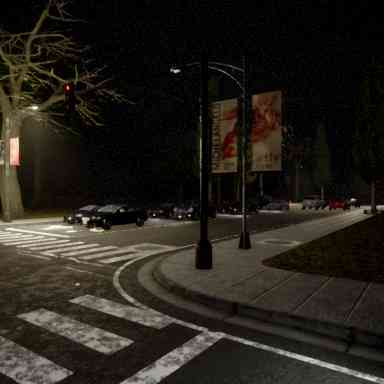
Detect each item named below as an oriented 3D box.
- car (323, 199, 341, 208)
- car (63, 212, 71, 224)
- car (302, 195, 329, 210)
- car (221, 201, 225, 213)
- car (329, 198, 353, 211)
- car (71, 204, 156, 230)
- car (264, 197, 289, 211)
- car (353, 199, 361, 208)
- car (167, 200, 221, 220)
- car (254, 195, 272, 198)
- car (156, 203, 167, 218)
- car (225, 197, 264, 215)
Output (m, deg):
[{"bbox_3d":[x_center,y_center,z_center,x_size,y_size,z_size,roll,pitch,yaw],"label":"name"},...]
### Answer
[{"bbox_3d":[24.079,1.925,57.018,1.812,1.442,4.674,0,-1,35],"label":"car"},{"bbox_3d":[-7.167,1.637,24.286,1.994,1.385,4.181,0,0,36],"label":"car"},{"bbox_3d":[17.473,1.514,47.628,2.150,2.045,5.566,0,0,35],"label":"car"},{"bbox_3d":[3.893,1.776,39.980,1.895,1.301,4.718,0,0,35],"label":"car"},{"bbox_3d":[20.695,1.658,46.568,2.097,1.767,4.553,0,0,35],"label":"car"},{"bbox_3d":[-4.957,1.566,21.765,2.128,1.511,4.902,0,0,35],"label":"car"},{"bbox_3d":[11.900,1.772,45.638,1.812,1.442,4.674,0,0,36],"label":"car"},{"bbox_3d":[26.454,1.891,54.750,2.128,1.511,4.902,0,-1,35],"label":"car"},{"bbox_3d":[0.294,1.472,29.221,2.097,1.767,4.553,0,0,35],"label":"car"},{"bbox_3d":[9.978,1.471,48.544,2.150,2.045,5.566,0,0,38],"label":"car"},{"bbox_3d":[-1.836,1.666,31.831,2.033,1.411,5.357,0,0,35],"label":"car"},{"bbox_3d":[5.949,1.680,37.248,1.837,1.490,4.892,0,0,35],"label":"car"}]
